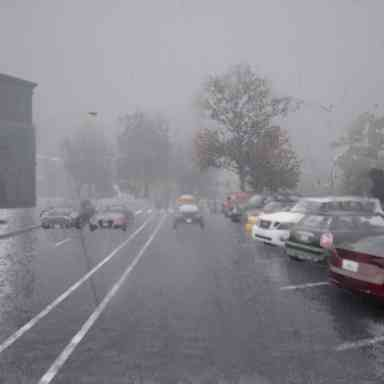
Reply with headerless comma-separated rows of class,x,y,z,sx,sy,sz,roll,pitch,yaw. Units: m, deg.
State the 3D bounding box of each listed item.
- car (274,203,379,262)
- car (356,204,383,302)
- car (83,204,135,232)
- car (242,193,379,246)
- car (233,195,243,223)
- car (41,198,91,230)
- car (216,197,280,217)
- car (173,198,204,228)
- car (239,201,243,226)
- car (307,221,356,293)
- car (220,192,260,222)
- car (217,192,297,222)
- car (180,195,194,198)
car,5.228,1.361,10.373,4.553,1.767,2.185,1,0,-21
car,5.345,1.252,4.450,5.566,2.045,2.435,1,0,-21
car,-4.509,1.459,19.239,1.994,1.385,4.181,0,1,-1
car,5.185,1.212,13.342,5.566,2.045,2.435,1,1,-21
car,5.103,1.261,19.314,4.553,1.767,2.185,0,1,-22
car,-7.332,1.230,20.238,2.097,1.767,4.553,0,1,-1
car,4.781,1.236,28.218,4.892,1.521,2.231,0,1,-22
car,-0.232,1.392,20.912,1.812,1.442,4.674,0,1,-2
car,5.317,1.428,16.413,5.366,1.575,1.946,0,0,-21
car,5.317,1.530,7.425,4.792,1.488,2.163,1,0,-21
car,4.966,1.085,22.255,5.566,2.045,2.435,0,1,-22
car,4.921,1.034,25.257,5.566,2.045,2.435,0,1,-22
car,-0.507,1.069,37.514,1.882,1.535,5.008,0,1,2
